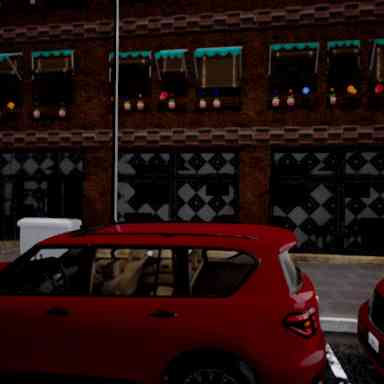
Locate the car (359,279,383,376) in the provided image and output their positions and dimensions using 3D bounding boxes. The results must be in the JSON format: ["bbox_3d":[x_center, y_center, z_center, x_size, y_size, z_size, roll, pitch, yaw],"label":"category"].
[{"bbox_3d":[4.465,1.317,3.244,5.009,1.841,2.192,0,1,9],"label":"car"}]

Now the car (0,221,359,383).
[{"bbox_3d":[-1.021,1.318,4.077,5.009,1.841,2.192,0,1,9],"label":"car"}]
